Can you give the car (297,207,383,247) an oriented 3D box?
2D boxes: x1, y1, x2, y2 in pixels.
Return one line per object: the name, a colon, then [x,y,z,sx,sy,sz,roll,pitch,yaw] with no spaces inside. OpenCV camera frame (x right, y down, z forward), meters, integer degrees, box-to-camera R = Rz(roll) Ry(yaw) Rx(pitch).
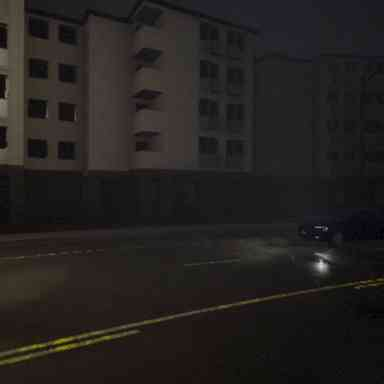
car: [7.021,1.421,14.555,5.008,1.535,1.882,0,0,-18]
